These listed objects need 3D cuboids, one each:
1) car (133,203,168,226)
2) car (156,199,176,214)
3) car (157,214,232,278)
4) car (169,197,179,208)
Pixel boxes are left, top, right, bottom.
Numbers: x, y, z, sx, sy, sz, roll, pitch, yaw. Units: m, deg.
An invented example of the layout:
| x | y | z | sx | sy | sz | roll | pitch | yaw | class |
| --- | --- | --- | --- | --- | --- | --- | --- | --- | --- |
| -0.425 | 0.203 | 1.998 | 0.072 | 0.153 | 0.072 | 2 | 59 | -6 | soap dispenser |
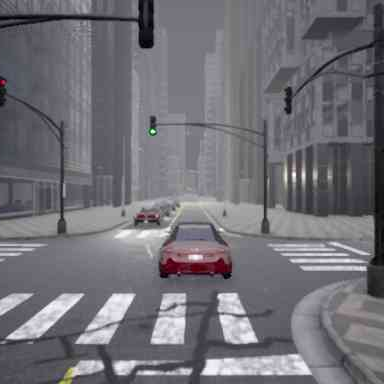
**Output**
| x | y | z | sx | sy | sz | roll | pitch | yaw | class |
| --- | --- | --- | --- | --- | --- | --- | --- | --- | --- |
| -3.125 | 1.730 | 24.850 | 1.895 | 1.301 | 4.718 | 0 | 0 | 0 | car |
| -3.134 | 1.728 | 34.502 | 2.033 | 1.411 | 5.357 | 0 | 0 | 0 | car |
| 0.089 | 1.617 | 10.356 | 1.994 | 1.385 | 4.181 | 0 | 0 | 0 | car |
| -3.121 | 1.761 | 44.268 | 1.812 | 1.442 | 4.674 | 0 | 0 | 0 | car |
